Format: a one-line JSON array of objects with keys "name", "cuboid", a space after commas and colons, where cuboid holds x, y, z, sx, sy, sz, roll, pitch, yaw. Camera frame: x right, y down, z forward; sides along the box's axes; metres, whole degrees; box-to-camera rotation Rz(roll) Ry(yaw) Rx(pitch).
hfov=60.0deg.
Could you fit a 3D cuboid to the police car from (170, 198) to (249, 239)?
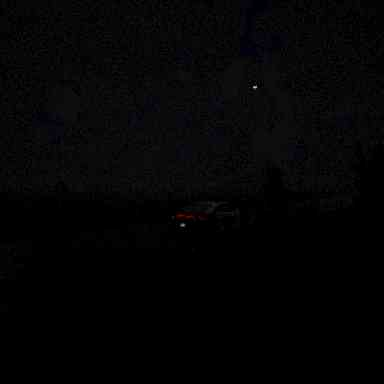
[{"name": "police car", "cuboid": [1.087, 1.106, 15.834, 1.930, 1.638, 5.238, 2, 2, 34]}]
